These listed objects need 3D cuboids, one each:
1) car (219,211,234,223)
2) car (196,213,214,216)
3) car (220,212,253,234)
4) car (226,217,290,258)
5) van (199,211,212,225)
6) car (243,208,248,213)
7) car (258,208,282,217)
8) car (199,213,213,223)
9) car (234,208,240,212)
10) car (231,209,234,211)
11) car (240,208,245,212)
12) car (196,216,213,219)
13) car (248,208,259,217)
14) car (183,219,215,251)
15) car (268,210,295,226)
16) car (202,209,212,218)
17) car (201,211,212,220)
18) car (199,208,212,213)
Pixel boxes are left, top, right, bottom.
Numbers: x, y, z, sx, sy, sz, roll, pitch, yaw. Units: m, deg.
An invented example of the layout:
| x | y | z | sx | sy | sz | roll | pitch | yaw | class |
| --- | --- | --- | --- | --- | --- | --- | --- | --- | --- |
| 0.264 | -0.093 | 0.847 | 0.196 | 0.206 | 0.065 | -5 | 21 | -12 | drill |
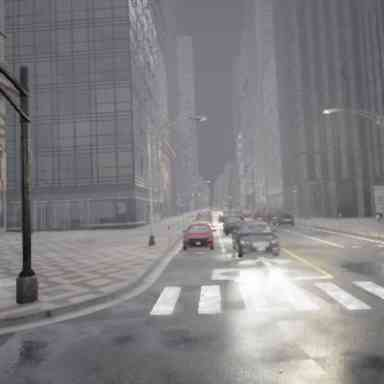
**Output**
| x | y | z | sx | sy | sz | roll | pitch | yaw | class |
| --- | --- | --- | --- | --- | --- | --- | --- | --- | --- |
| 4.860 | 3.844 | 48.752 | 1.895 | 1.301 | 4.718 | -3 | -3 | 3 | car |
| 1.359 | 3.346 | 36.476 | 1.887 | 1.381 | 4.507 | -2 | -3 | 3 | car |
| 3.654 | 2.762 | 28.061 | 1.882 | 1.535 | 5.008 | -3 | -3 | 3 | car |
| 3.019 | 2.221 | 16.337 | 2.128 | 1.511 | 4.902 | -3 | -3 | 3 | car |
| 1.958 | 3.663 | 47.708 | 1.690 | 1.788 | 3.998 | -2 | -3 | 3 | van |
| 11.379 | 4.269 | 64.085 | 1.802 | 1.307 | 4.206 | -2 | -3 | 3 | car |
| 10.158 | 2.976 | 41.655 | 2.192 | 1.841 | 5.009 | -2 | -3 | 3 | car |
| 2.268 | 4.130 | 53.308 | 2.008 | 1.369 | 4.403 | -2 | -3 | 3 | car |
| 12.278 | 4.764 | 80.929 | 2.192 | 1.841 | 5.009 | -2 | -3 | 3 | car |
| 12.883 | 5.268 | 92.151 | 2.192 | 1.841 | 5.009 | -2 | -3 | 3 | car |
| 11.680 | 4.486 | 69.697 | 1.887 | 1.381 | 4.507 | -2 | -3 | 3 | car |
| 0.742 | 2.793 | 25.086 | 1.752 | 1.417 | 4.829 | -2 | -3 | 3 | car |
| 10.764 | 3.493 | 52.876 | 2.192 | 1.841 | 5.009 | -2 | -3 | 3 | car |
| 0.450 | 2.554 | 19.644 | 1.887 | 1.381 | 4.507 | -2 | -3 | 3 | car |
| 9.864 | 2.966 | 36.033 | 1.947 | 1.339 | 4.313 | -2 | -3 | 3 | car |
| 3.470 | 4.913 | 75.763 | 2.192 | 1.841 | 5.009 | -2 | -3 | 3 | car |
| 2.870 | 4.530 | 64.535 | 1.967 | 1.590 | 4.097 | -2 | -3 | 3 | car |
| 1.654 | 3.378 | 42.098 | 2.192 | 1.841 | 5.009 | -2 | -3 | 3 | car |
